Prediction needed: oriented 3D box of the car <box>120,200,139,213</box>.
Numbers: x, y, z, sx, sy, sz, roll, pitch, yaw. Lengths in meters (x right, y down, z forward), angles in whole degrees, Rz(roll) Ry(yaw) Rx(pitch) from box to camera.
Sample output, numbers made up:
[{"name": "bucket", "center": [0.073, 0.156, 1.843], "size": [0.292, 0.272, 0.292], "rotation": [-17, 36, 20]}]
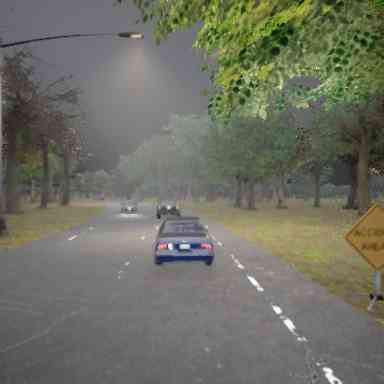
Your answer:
[{"name": "car", "center": [-7.239, 1.634, 38.649], "size": [2.128, 1.511, 4.902], "rotation": [0, 0, -10]}]

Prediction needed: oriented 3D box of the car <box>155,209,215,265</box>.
[{"name": "car", "center": [-0.329, 1.569, 11.753], "size": [2.033, 1.411, 5.357], "rotation": [0, 0, -3]}]

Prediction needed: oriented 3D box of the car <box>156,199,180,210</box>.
[{"name": "car", "center": [-2.356, 1.455, 31.615], "size": [2.097, 1.767, 4.553], "rotation": [0, 0, -8]}]

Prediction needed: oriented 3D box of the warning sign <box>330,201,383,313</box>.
[{"name": "warning sign", "center": [3.444, 1.120, 6.197], "size": [1.300, 1.860, 1.060], "rotation": [0, 0, -2]}]
